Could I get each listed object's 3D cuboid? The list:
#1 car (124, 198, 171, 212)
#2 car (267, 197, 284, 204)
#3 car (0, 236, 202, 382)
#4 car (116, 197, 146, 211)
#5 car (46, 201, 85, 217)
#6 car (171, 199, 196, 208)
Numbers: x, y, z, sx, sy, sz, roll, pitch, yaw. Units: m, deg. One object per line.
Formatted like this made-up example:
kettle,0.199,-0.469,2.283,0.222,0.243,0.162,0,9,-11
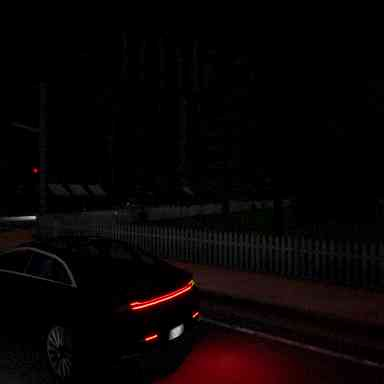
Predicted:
car,-4.786,1.601,36.556,1.895,1.301,4.718,0,0,34
car,15.180,1.547,59.910,2.033,1.411,5.357,0,0,34
car,-2.153,1.491,5.477,4.902,1.511,2.128,0,0,36
car,-6.991,1.352,39.911,2.097,1.767,4.553,0,0,34
car,-12.409,1.564,31.888,1.994,1.385,4.181,0,0,34
car,-1.432,1.601,48.131,1.895,1.301,4.718,0,0,34
